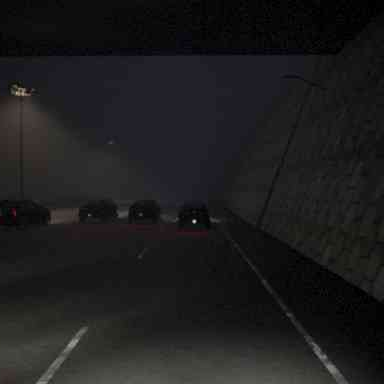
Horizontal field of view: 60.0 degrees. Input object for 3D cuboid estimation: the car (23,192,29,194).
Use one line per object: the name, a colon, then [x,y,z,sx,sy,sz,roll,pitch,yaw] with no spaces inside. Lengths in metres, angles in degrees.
car: [-24.408,1.192,52.536,2.033,1.411,5.357,0,0,0]

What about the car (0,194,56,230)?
car: [-10.364,1.215,20.073,2.097,1.767,4.553,0,0,0]

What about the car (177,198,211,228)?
car: [0.138,1.362,20.980,1.837,1.490,4.892,0,0,0]

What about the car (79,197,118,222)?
car: [-6.855,1.323,24.736,2.128,1.511,4.902,0,0,0]

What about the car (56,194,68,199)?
car: [-20.913,1.155,52.112,1.837,1.490,4.892,0,0,0]

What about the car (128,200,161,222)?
car: [-3.356,1.312,24.320,1.882,1.535,5.008,0,0,0]

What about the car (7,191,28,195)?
car: [-27.903,0.850,53.055,2.150,2.045,5.566,0,0,0]

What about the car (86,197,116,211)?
car: [-10.329,1.288,38.217,2.033,1.411,5.357,0,0,0]
